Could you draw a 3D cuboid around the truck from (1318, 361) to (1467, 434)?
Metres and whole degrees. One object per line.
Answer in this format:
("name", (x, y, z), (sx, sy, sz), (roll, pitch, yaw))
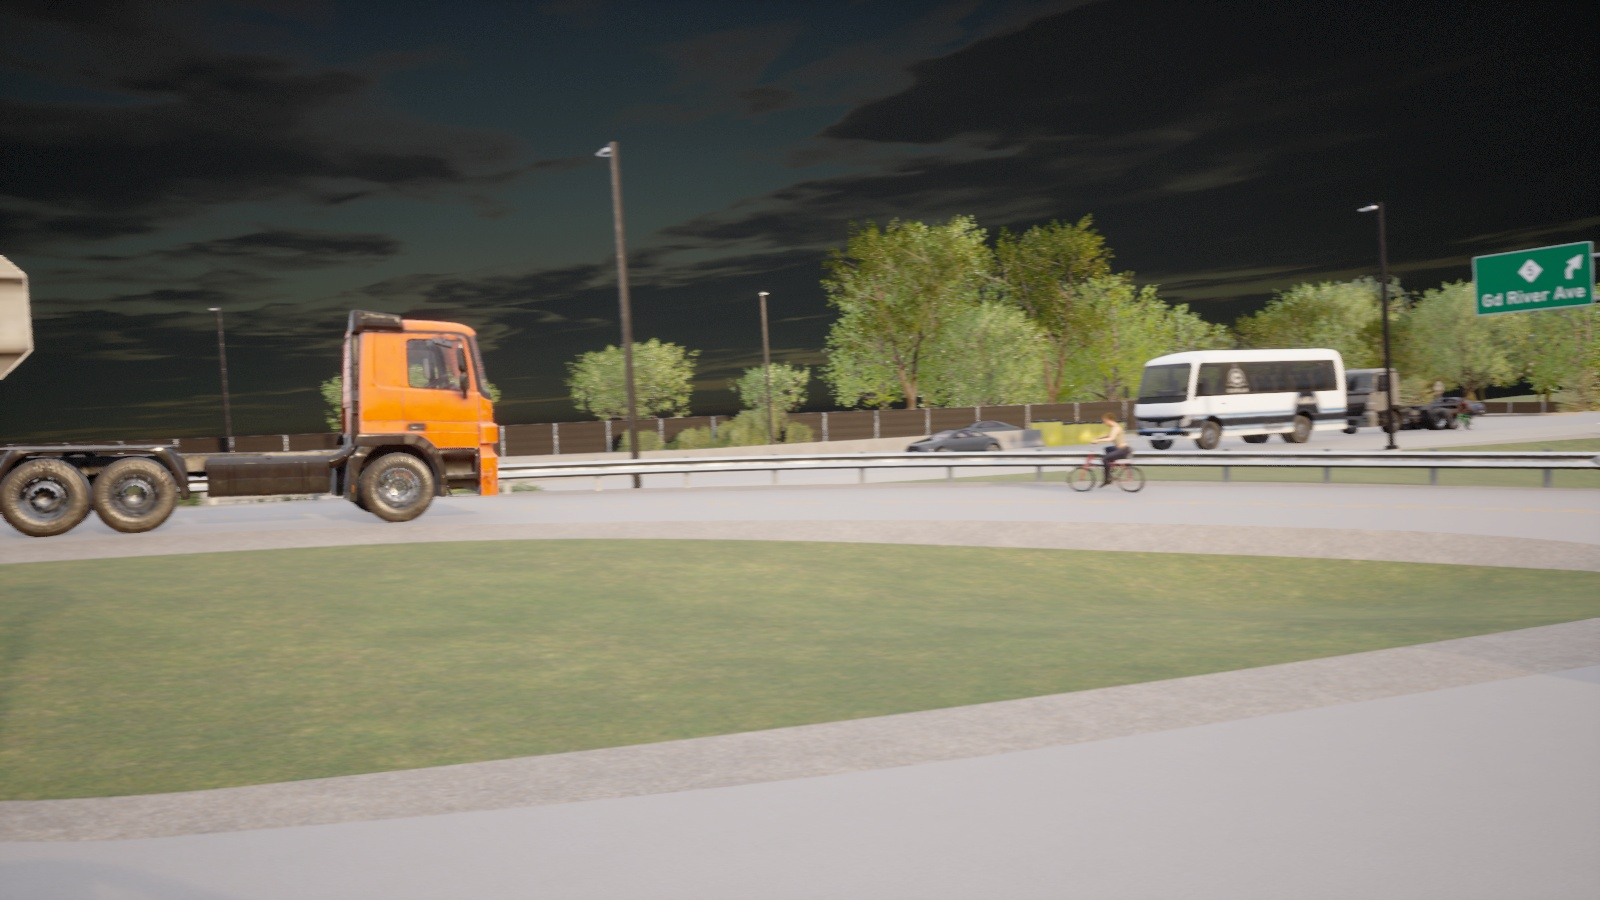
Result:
("truck", (31.258, -2.802, 66.157), (7.936, 3.462, 2.891), (-4, 2, -28))

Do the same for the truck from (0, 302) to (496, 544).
("truck", (-9.338, -0.465, 20.624), (7.936, 3.462, 2.891), (-1, 1, -26))

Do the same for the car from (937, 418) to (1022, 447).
("car", (9.859, -0.966, 69.175), (4.181, 1.385, 1.994), (-2, 2, -7))

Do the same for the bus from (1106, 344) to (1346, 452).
("bus", (18.894, -2.338, 55.458), (10.273, 4.253, 3.944), (-4, 2, -28))

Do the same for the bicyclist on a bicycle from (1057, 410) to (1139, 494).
("bicyclist on a bicycle", (5.960, 0.035, 25.077), (1.509, 1.612, 0.866), (-1, 3, 18))

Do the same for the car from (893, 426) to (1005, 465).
("car", (6.242, -0.210, 52.562), (4.181, 1.385, 1.994), (-4, 2, -28))
